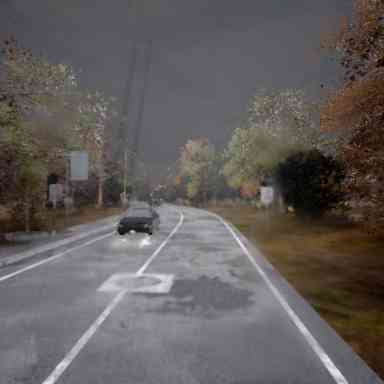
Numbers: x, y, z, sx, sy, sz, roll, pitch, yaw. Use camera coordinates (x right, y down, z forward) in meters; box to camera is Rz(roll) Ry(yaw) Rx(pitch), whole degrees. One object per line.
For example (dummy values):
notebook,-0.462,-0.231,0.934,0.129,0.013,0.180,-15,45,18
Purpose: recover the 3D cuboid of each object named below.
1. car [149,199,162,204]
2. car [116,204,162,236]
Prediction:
car,-6.780,1.914,61.396,1.994,1.385,4.181,2,-1,-13
car,-2.979,1.684,19.801,2.033,1.411,5.357,0,0,2
